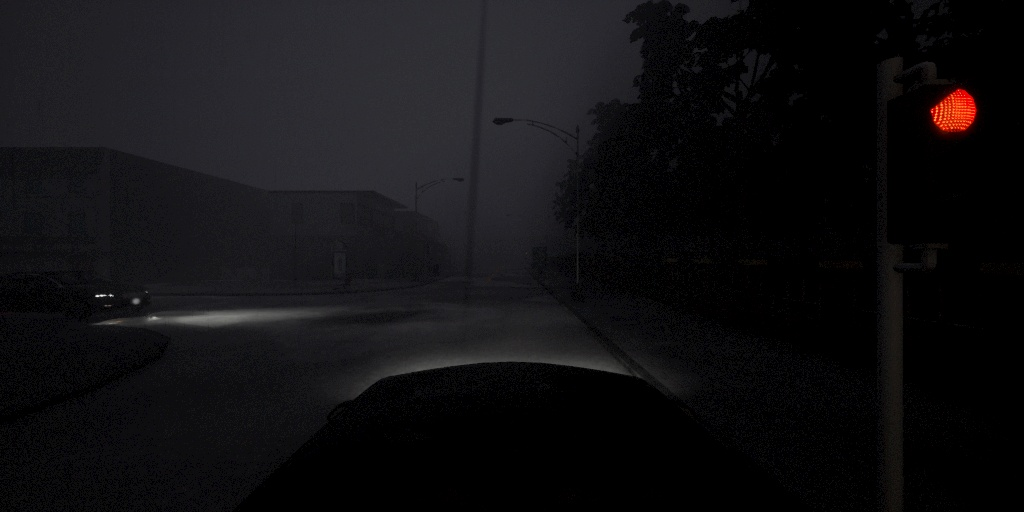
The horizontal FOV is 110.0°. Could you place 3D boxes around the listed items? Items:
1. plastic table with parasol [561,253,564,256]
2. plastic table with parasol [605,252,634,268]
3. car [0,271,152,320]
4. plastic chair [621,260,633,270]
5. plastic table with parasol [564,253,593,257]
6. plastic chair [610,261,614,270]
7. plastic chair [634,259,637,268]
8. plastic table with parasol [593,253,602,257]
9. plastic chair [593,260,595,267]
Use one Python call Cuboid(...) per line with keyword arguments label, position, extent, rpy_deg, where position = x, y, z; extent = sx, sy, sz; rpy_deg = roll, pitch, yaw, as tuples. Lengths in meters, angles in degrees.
Cuboid(label="plastic table with parasol", position=(10.680, 0.705, 62.362), extent=(2.482, 2.480, 2.482), rpy_deg=(0, 0, -40))
Cuboid(label="plastic table with parasol", position=(15.289, 0.694, 51.182), extent=(2.482, 2.480, 2.482), rpy_deg=(0, 0, -40))
Cuboid(label="car", position=(-14.942, 1.242, 11.908), extent=(4.902, 1.511, 2.128), rpy_deg=(0, 0, 0))
Cuboid(label="plastic chair", position=(16.022, 1.296, 50.184), extent=(0.750, 1.272, 0.730), rpy_deg=(0, 0, -40))
Cuboid(label="plastic table with parasol", position=(9.970, 0.684, 53.921), extent=(2.482, 2.480, 2.482), rpy_deg=(0, 0, -40))
Cuboid(label="plastic chair", position=(14.316, 1.306, 50.280), extent=(0.730, 1.272, 0.750), rpy_deg=(0, 0, -35))
Cuboid(label="plastic chair", position=(18.643, 1.161, 54.631), extent=(0.750, 1.272, 0.730), rpy_deg=(0, 0, -39))
Cuboid(label="plastic table with parasol", position=(14.667, 0.673, 59.396), extent=(2.482, 2.480, 2.482), rpy_deg=(0, 0, -42))
Cuboid(label="plastic chair", position=(13.715, 1.304, 58.508), extent=(0.730, 1.272, 0.750), rpy_deg=(0, 0, -35))
